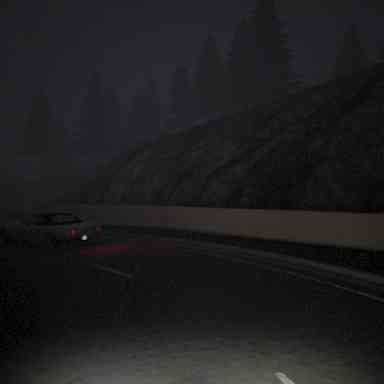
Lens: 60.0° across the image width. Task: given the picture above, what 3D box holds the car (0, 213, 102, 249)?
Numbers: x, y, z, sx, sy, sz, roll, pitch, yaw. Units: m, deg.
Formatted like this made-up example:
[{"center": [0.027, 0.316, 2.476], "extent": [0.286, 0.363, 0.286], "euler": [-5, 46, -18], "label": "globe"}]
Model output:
[{"center": [-6.299, 1.559, 14.286], "extent": [4.718, 1.301, 1.895], "euler": [-1, 1, 26], "label": "car"}]
